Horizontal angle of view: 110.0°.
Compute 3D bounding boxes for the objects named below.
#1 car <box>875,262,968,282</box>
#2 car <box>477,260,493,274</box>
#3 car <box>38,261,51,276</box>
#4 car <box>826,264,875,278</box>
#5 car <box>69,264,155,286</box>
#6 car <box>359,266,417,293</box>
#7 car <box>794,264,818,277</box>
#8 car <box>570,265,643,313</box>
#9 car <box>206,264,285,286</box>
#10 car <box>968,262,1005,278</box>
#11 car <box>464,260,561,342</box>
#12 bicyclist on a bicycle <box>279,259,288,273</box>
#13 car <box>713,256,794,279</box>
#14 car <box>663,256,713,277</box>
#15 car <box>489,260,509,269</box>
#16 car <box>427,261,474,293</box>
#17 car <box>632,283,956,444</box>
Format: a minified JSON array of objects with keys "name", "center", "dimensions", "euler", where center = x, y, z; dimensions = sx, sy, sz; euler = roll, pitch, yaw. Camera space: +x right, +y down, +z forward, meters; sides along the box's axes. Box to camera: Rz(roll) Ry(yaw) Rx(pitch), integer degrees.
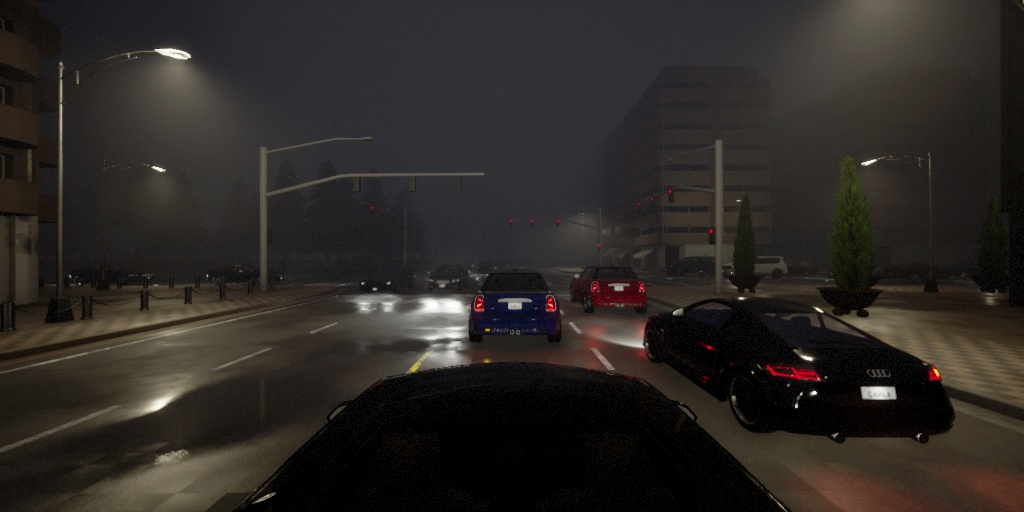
[{"name":"car","center":[33.472,1.315,29.402],"dimensions":[5.008,1.535,1.882],"euler":[0,0,0]},{"name":"car","center":[-3.246,1.273,43.318],"dimensions":[1.882,1.535,5.008],"euler":[0,0,-4]},{"name":"car","center":[-49.964,1.195,36.284],"dimensions":[4.553,1.767,2.097],"euler":[0,0,0]},{"name":"car","center":[31.806,1.367,33.092],"dimensions":[4.674,1.442,1.812],"euler":[0,0,0]},{"name":"car","center":[-28.529,1.323,25.665],"dimensions":[4.902,1.511,2.128],"euler":[0,0,0]},{"name":"car","center":[-7.067,1.319,21.130],"dimensions":[2.033,1.411,5.357],"euler":[0,0,0]},{"name":"car","center":[28.182,1.446,36.581],"dimensions":[4.718,1.301,1.895],"euler":[0,0,0]},{"name":"car","center":[3.606,1.116,14.175],"dimensions":[2.097,1.767,4.553],"euler":[0,0,0]},{"name":"car","center":[-18.995,1.323,25.701],"dimensions":[4.902,1.511,2.128],"euler":[0,0,0]},{"name":"car","center":[42.131,1.319,33.115],"dimensions":[5.008,1.535,1.882],"euler":[0,0,0]},{"name":"car","center":[0.083,1.111,9.947],"dimensions":[2.097,1.767,4.553],"euler":[0,0,0]},{"name":"bicyclist on a bicycle","center":[-25.610,1.148,40.159],"dimensions":[0.582,1.620,1.656],"euler":[0,0,0]},{"name":"car","center":[22.169,1.062,33.059],"dimensions":[5.566,2.045,2.150],"euler":[0,0,0]},{"name":"car","center":[18.422,1.067,36.545],"dimensions":[5.566,2.045,2.150],"euler":[0,0,0]},{"name":"car","center":[-2.224,1.363,61.467],"dimensions":[2.033,1.411,5.357],"euler":[0,0,14]},{"name":"car","center":[-3.568,1.263,20.838],"dimensions":[2.128,1.511,4.902],"euler":[0,0,0]},{"name":"car","center":[3.607,1.318,5.534],"dimensions":[1.994,1.385,4.181],"euler":[0,0,0]}]
